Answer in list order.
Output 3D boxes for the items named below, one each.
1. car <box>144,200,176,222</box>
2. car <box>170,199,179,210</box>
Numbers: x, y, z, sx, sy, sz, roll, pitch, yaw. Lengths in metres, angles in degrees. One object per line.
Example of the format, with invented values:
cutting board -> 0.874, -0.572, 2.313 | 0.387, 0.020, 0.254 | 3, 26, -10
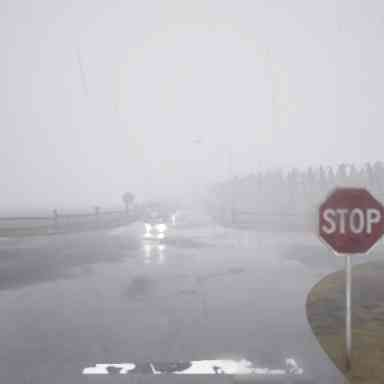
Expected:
car -> -2.891, 1.667, 28.339 | 2.128, 1.511, 4.902 | 0, 0, 2
car -> -2.829, 1.767, 39.000 | 1.812, 1.442, 4.674 | 0, 0, 0
